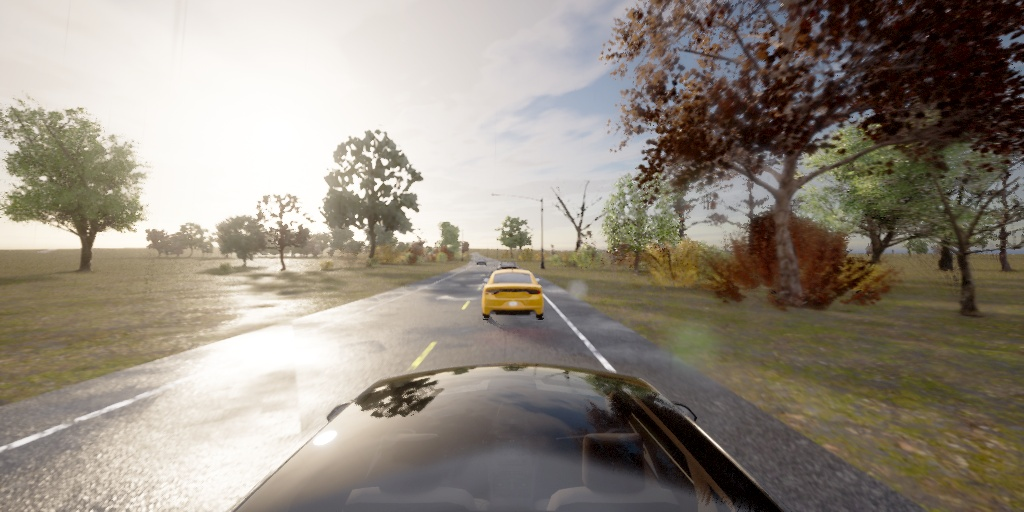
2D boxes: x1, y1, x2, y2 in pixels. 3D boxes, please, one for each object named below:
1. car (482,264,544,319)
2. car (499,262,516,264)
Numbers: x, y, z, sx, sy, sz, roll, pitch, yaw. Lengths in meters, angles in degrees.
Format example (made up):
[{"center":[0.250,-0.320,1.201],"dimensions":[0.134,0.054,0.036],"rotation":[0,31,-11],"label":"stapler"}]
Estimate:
[{"center":[0.003,1.215,12.736],"dimensions":[1.882,1.535,5.008],"rotation":[0,0,-1],"label":"car"},{"center":[-0.365,1.203,29.842],"dimensions":[2.128,1.511,4.902],"rotation":[0,0,-2],"label":"car"}]
